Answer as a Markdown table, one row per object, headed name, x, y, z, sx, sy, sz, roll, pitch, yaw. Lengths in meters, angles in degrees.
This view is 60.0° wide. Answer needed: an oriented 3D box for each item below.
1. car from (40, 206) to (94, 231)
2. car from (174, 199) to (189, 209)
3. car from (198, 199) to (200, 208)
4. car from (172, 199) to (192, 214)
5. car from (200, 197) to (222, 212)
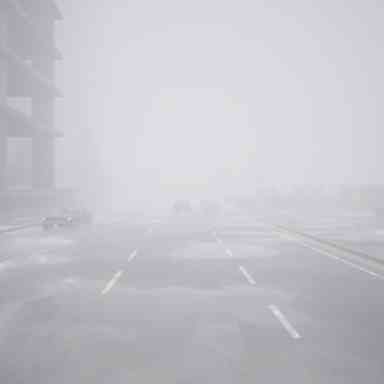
| name | x | y | z | sx | sy | sz | roll | pitch | yaw |
| --- | --- | --- | --- | --- | --- | --- | --- | --- | --- |
| car | -7.716 | 1.603 | 20.910 | 1.895 | 1.301 | 4.718 | 0 | 0 | -1 |
| car | -1.398 | 1.606 | 45.486 | 1.895 | 1.301 | 4.718 | 0 | 0 | -2 |
| car | 1.942 | 1.483 | 49.025 | 1.882 | 1.535 | 5.008 | 0 | 0 | -1 |
| car | -1.046 | 1.509 | 35.219 | 1.837 | 1.490 | 4.892 | 0 | 0 | -2 |
| car | 2.301 | 1.568 | 39.103 | 1.994 | 1.385 | 4.181 | 0 | 0 | -2 |
